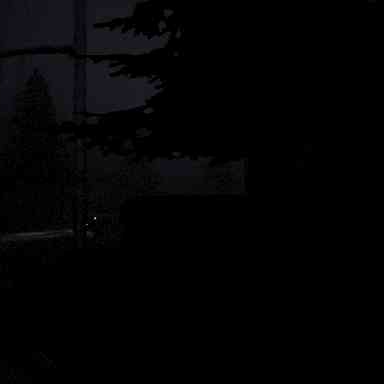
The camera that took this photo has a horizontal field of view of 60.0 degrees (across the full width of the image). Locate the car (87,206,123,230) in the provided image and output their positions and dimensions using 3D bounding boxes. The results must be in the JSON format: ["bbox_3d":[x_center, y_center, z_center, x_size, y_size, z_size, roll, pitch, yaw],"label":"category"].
[{"bbox_3d":[-4.909,1.585,21.312,1.895,1.301,4.718,0,0,36],"label":"car"}]
